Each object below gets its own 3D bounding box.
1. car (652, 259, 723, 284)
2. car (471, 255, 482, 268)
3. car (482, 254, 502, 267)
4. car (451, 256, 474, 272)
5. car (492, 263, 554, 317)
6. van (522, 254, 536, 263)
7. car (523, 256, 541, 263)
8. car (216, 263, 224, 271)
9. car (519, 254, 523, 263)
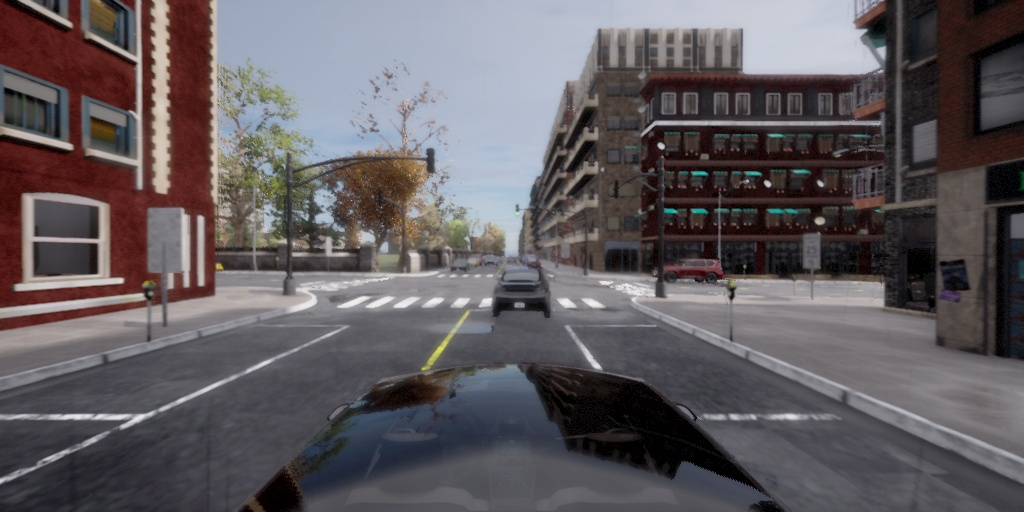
[{"bbox_3d":[13.456,1.144,27.541,5.009,1.841,2.192,0,0,-1],"label":"car"},{"bbox_3d":[-5.677,0.900,50.975,1.751,1.417,4.829,0,0,0],"label":"car"},{"bbox_3d":[-3.058,0.705,54.312,2.097,1.767,4.553,0,0,0],"label":"car"},{"bbox_3d":[-5.680,1.020,39.884,1.948,1.339,4.313,0,0,0],"label":"car"},{"bbox_3d":[0.444,1.165,12.800,1.837,1.490,4.892,0,0,5],"label":"car"},{"bbox_3d":[2.704,0.715,51.142,1.690,1.789,3.998,0,0,0],"label":"van"},{"bbox_3d":[2.702,0.959,45.512,1.888,1.381,4.507,0,0,0],"label":"car"},{"bbox_3d":[-24.736,0.675,27.181,4.829,1.417,1.751,0,0,-1],"label":"car"},{"bbox_3d":[2.706,0.738,62.402,1.967,1.591,4.097,0,0,0],"label":"car"}]
